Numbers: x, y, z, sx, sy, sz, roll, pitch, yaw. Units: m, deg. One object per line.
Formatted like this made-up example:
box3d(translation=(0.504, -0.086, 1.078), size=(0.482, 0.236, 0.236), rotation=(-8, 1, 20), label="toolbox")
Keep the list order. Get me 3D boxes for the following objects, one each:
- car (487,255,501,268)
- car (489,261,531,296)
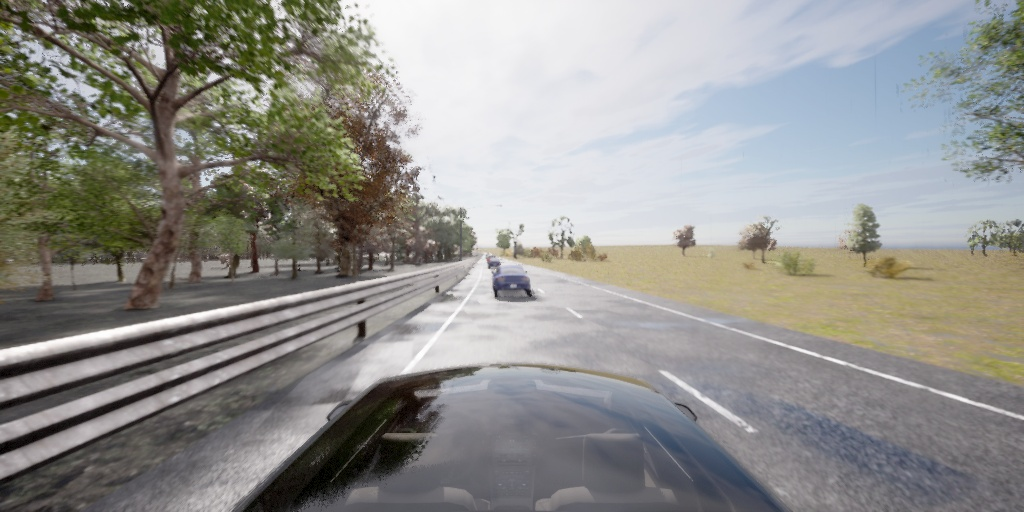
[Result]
box3d(translation=(-2.506, 1.004, 51.791), size=(1.812, 1.442, 4.674), rotation=(0, 0, -4), label="car")
box3d(translation=(-0.096, 1.190, 18.581), size=(1.812, 1.442, 4.674), rotation=(0, 0, -4), label="car")
